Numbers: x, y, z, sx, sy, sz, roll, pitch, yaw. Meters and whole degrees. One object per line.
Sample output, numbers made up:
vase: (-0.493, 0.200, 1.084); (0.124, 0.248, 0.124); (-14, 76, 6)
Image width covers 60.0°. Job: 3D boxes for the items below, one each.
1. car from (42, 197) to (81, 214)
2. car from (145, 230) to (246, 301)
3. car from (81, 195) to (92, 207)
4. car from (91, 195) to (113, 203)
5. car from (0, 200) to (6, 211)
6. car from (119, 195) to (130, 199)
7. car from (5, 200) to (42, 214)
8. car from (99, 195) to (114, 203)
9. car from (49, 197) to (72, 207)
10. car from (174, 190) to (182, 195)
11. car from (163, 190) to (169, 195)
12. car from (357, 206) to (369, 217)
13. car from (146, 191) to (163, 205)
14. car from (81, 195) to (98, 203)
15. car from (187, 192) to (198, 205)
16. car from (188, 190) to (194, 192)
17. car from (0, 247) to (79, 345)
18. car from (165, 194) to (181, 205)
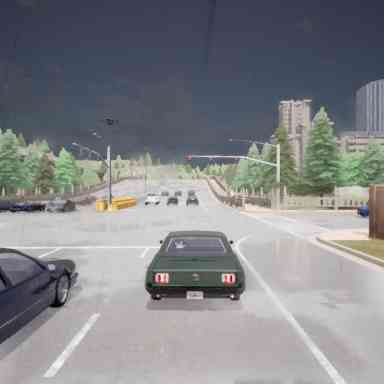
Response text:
car: (-14.098, 1.526, 36.159); (1.812, 1.442, 4.674); (0, 0, 0)
car: (0.108, 1.601, 8.304); (1.895, 1.301, 4.718); (0, 0, 1)
car: (-17.591, 1.477, 53.048); (1.882, 1.535, 5.008); (0, 0, 0)
car: (-14.093, 1.492, 53.714); (2.128, 1.511, 4.902); (0, 0, 0)
car: (-21.097, 1.547, 36.033); (2.033, 1.411, 5.357); (0, 0, 0)
car: (-14.058, 1.351, 69.037); (1.882, 1.535, 5.008); (0, 1, 0)
car: (-17.598, 1.601, 35.847); (1.895, 1.301, 4.718); (0, 0, 0)
car: (-17.554, 1.397, 68.258); (1.837, 1.490, 4.892); (0, 1, 0)
car: (-21.088, 1.525, 53.499); (1.812, 1.442, 4.674); (0, 0, 0)
car: (-3.659, 0.207, 87.435); (2.128, 1.511, 4.902); (0, 7, 0)
car: (-7.161, 0.229, 87.868); (1.895, 1.301, 4.718); (0, 7, 0)
car: (16.999, 1.478, 28.842); (5.008, 1.535, 1.882); (0, 0, 0)
car: (-6.914, 1.221, 59.522); (2.150, 2.045, 5.566); (0, 0, 0)
car: (-21.055, 1.417, 68.440); (2.128, 1.511, 4.902); (0, 1, 0)
car: (0.083, 1.352, 60.086); (2.097, 1.767, 4.553); (0, 0, 0)
car: (-0.159, 0.222, 87.456); (2.033, 1.411, 5.357); (0, 7, 0)
car: (-3.431, 1.547, 4.894); (2.033, 1.411, 5.357); (0, 0, 0)
car: (-3.419, 1.504, 60.438); (1.837, 1.490, 4.892); (0, 0, 0)
